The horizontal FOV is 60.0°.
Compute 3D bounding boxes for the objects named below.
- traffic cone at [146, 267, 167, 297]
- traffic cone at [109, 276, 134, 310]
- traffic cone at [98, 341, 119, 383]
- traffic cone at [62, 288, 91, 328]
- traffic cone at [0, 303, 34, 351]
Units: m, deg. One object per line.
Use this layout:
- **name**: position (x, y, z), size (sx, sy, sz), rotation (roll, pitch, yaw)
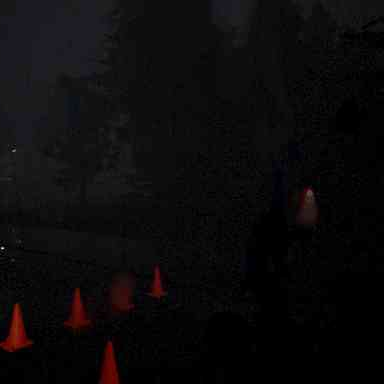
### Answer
- **traffic cone**: position (-0.769, 1.927, 7.244), size (0.340, 0.580, 0.340), rotation (1, 0, 36)
- **traffic cone**: position (-1.356, 1.922, 6.434), size (0.340, 0.580, 0.340), rotation (1, 0, 36)
- **traffic cone**: position (-0.911, 1.936, 3.641), size (0.340, 0.580, 0.340), rotation (1, 0, 36)
- **traffic cone**: position (-1.943, 1.916, 5.625), size (0.340, 0.580, 0.340), rotation (1, 0, 36)
- **traffic cone**: position (-2.530, 1.911, 4.815), size (0.340, 0.580, 0.340), rotation (1, 0, 36)
